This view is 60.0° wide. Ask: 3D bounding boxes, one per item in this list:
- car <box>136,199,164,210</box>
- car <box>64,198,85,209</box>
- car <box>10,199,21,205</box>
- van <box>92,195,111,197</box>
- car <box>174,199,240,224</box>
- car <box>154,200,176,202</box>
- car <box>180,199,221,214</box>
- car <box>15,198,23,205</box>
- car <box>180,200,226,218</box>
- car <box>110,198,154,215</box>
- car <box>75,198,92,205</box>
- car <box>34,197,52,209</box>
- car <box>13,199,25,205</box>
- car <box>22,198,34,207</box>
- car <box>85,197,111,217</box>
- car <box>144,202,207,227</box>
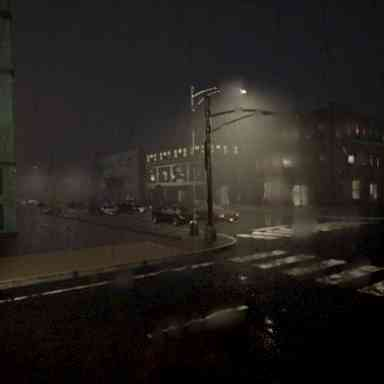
[{"bbox_3d":[-5.615,1.616,43.966,1.802,1.307,4.206,-3,1,-36],"label":"car"},{"bbox_3d":[-17.457,1.927,50.739,1.895,1.301,4.718,-2,0,-35],"label":"car"},{"bbox_3d":[-44.610,2.397,84.128,1.887,1.381,4.507,-3,1,-36],"label":"car"},{"bbox_3d":[-15.278,1.559,57.474,1.690,1.788,3.998,-3,1,-36],"label":"van"},{"bbox_3d":[1.109,1.512,24.610,2.033,1.411,5.357,-2,0,-36],"label":"car"},{"bbox_3d":[-2.398,1.553,39.463,1.802,1.307,4.206,-3,1,-36],"label":"car"},{"bbox_3d":[0.819,1.458,34.959,2.008,1.369,4.403,-3,1,-36],"label":"car"},{"bbox_3d":[-38.178,2.177,75.120,1.967,1.590,4.097,-3,1,-36],"label":"car"},{"bbox_3d":[0.935,1.497,30.318,1.994,1.385,4.181,-2,0,-35],"label":"car"},{"bbox_3d":[-6.450,1.605,35.193,2.128,1.511,4.902,-2,1,-35],"label":"car"},{"bbox_3d":[-21.706,1.881,66.484,1.887,1.381,4.507,-3,1,-36],"label":"car"},{"bbox_3d":[-25.204,2.028,56.968,1.752,1.417,4.829,-3,1,-36],"label":"car"},{"bbox_3d":[-41.392,2.346,79.625,2.008,1.369,4.403,-3,1,-36],"label":"car"},{"bbox_3d":[-31.739,2.172,66.115,2.008,1.369,4.403,-3,1,-36],"label":"car"},{"bbox_3d":[-9.217,1.638,34.588,1.967,1.590,4.097,-3,1,-36],"label":"car"},{"bbox_3d":[-1.244,1.607,23.228,1.947,1.339,4.313,-3,1,-36],"label":"car"}]
